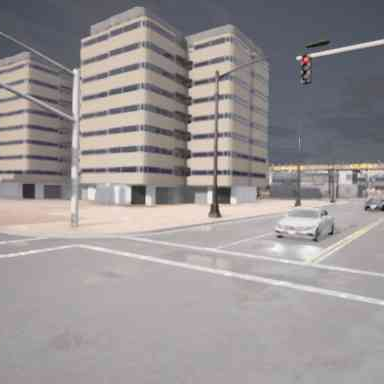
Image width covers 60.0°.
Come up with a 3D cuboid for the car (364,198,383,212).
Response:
[{"bbox_3d":[20.440,1.381,36.959,2.128,1.511,4.902,2,1,35],"label":"car"}]

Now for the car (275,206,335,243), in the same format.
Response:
[{"bbox_3d":[5.555,1.433,15.948,1.812,1.442,4.674,2,1,35],"label":"car"}]
